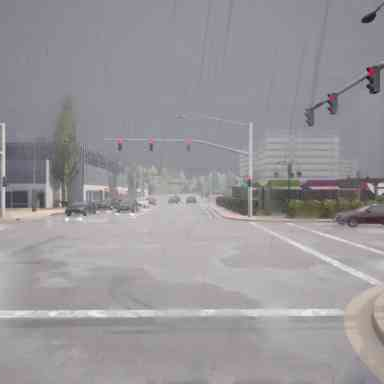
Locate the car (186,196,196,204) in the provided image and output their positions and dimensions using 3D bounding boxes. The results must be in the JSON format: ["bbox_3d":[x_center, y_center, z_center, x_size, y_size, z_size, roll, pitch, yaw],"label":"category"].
[{"bbox_3d":[-0.128,1.491,64.521,2.128,1.511,4.902,0,0,0],"label":"car"}]

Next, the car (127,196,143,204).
[{"bbox_3d":[-10.675,1.547,62.774,2.033,1.411,5.357,0,0,1],"label":"car"}]

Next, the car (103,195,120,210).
[{"bbox_3d":[-10.682,1.505,42.091,1.837,1.490,4.892,0,0,0],"label":"car"}]

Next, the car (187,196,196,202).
[{"bbox_3d":[-0.149,1.468,74.826,1.895,1.301,4.718,0,0,0],"label":"car"}]

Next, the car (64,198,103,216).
[{"bbox_3d":[-10.664,1.547,32.535,2.033,1.411,5.357,0,0,0],"label":"car"}]

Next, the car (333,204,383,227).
[{"bbox_3d":[11.762,1.526,21.876,4.674,1.442,1.812,0,0,1],"label":"car"}]

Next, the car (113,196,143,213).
[{"bbox_3d":[-7.175,1.505,37.629,1.837,1.490,4.892,0,0,0],"label":"car"}]

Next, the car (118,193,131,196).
[{"bbox_3d":[-10.701,1.221,52.077,2.150,2.045,5.566,0,0,0],"label":"car"}]

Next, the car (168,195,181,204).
[{"bbox_3d":[-3.628,1.547,64.514,2.033,1.411,5.357,0,0,0],"label":"car"}]

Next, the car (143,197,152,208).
[{"bbox_3d":[-7.187,1.526,46.814,1.812,1.442,4.674,0,0,0],"label":"car"}]

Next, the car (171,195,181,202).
[{"bbox_3d":[-3.649,1.425,74.787,1.994,1.385,4.181,0,0,0],"label":"car"}]

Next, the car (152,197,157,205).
[{"bbox_3d":[-7.194,1.564,56.775,1.994,1.385,4.181,0,0,0],"label":"car"}]
